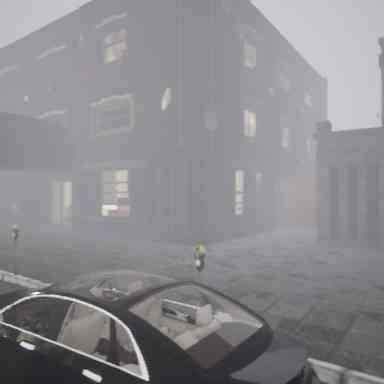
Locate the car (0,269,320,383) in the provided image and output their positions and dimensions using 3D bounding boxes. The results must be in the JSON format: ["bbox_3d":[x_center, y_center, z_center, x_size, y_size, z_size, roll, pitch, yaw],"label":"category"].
[{"bbox_3d":[-0.978,1.548,3.574,4.403,1.369,2.008,0,0,35],"label":"car"}]
